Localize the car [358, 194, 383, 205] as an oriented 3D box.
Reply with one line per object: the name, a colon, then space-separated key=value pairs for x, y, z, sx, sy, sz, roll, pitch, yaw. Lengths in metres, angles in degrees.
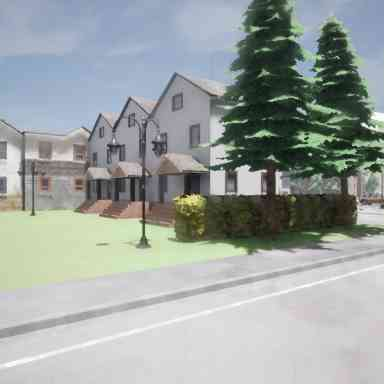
car: x=27.232 y=1.097 z=49.238 sx=1.932 sy=1.855 sz=4.605 roll=0 pitch=0 yaw=-36

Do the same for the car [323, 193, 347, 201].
car: x=32.105 y=1.097 z=74.691 sx=1.932 sy=1.855 sz=4.605 roll=0 pitch=0 yaw=-36
